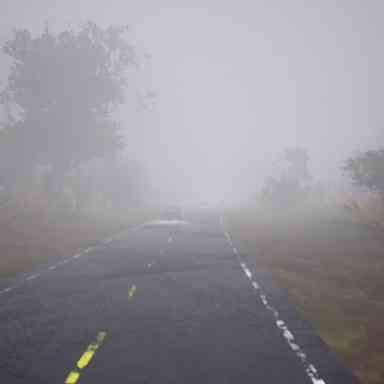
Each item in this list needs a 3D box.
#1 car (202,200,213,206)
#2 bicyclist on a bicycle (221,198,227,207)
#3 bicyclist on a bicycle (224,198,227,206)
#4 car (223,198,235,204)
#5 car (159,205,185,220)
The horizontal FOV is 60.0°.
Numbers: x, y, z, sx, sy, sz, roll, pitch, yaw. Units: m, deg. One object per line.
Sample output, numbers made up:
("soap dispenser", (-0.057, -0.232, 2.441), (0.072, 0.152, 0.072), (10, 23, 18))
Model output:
("car", (3.353, 2.381, 72.571), (1.895, 1.301, 4.718), (0, -1, 10))
("bicyclist on a bicycle", (5.867, 2.070, 64.206), (0.659, 1.776, 1.843), (0, -1, 9))
("bicyclist on a bicycle", (7.329, 2.170, 73.036), (0.659, 1.776, 1.843), (0, -1, 10))
("car", (9.455, 2.377, 88.633), (1.994, 1.385, 4.181), (0, -1, 13))
("car", (-1.821, 1.897, 31.455), (1.994, 1.385, 4.181), (0, -1, 4))
